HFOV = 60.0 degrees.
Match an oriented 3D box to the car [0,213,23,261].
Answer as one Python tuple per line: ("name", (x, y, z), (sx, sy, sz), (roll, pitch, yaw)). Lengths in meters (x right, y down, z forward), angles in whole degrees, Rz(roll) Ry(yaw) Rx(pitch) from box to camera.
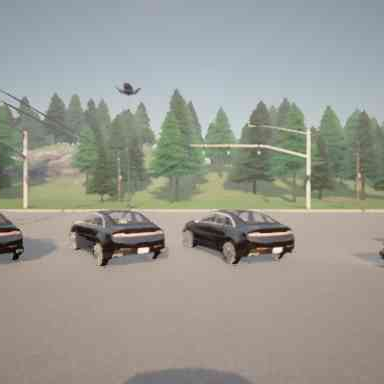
("car", (-6.992, 1.345, 10.631), (2.128, 1.511, 4.902), (0, 0, -44))

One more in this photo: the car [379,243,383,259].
("car", (6.530, 1.451, 6.973), (2.033, 1.411, 5.357), (0, 1, -8))

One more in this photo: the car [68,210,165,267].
("car", (-2.670, 1.339, 11.033), (2.128, 1.511, 4.902), (0, 1, -34))

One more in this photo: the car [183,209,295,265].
("car", (1.298, 1.336, 11.253), (2.128, 1.511, 4.902), (0, 1, -25))
